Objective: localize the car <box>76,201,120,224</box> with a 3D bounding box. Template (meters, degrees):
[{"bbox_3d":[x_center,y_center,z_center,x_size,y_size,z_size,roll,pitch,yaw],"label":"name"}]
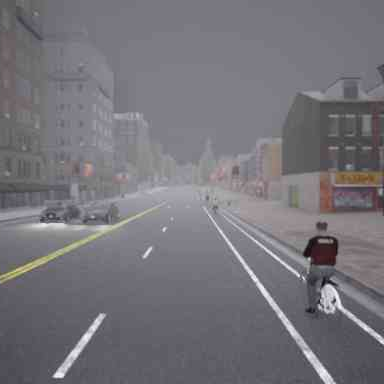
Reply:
[{"bbox_3d":[-6.611,1.445,24.556,1.837,1.490,4.892,0,0,0],"label":"car"}]

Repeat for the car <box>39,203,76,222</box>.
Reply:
[{"bbox_3d":[-9.860,1.499,25.223,1.994,1.385,4.181,0,0,0],"label":"car"}]

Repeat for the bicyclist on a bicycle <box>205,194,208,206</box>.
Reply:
[{"bbox_3d":[2.204,1.155,47.722,0.659,1.776,1.843,0,1,0],"label":"bicyclist on a bicycle"}]

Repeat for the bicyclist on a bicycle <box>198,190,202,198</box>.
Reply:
[{"bbox_3d":[2.052,0.797,78.033,0.866,1.612,1.509,0,1,1],"label":"bicyclist on a bicycle"}]

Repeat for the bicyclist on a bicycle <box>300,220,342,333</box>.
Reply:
[{"bbox_3d":[2.224,1.366,5.906,0.659,1.776,1.843,0,0,0],"label":"bicyclist on a bicycle"}]

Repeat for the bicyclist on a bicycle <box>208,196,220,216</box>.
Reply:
[{"bbox_3d":[2.109,1.346,29.910,0.866,1.612,1.509,0,0,1],"label":"bicyclist on a bicycle"}]
